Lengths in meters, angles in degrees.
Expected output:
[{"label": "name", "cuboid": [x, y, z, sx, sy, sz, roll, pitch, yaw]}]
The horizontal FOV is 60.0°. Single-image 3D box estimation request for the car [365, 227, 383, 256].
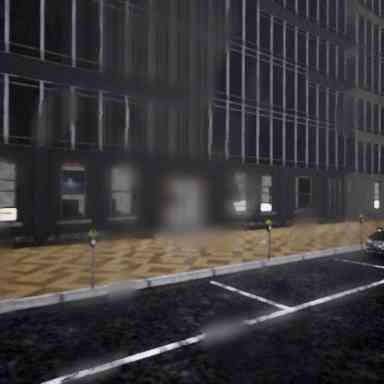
[{"label": "car", "cuboid": [8.182, 1.672, 12.397, 4.403, 1.369, 2.008, 1, 0, -36]}]
